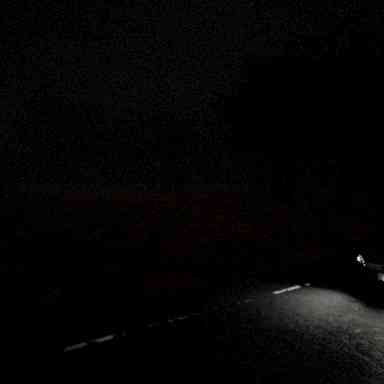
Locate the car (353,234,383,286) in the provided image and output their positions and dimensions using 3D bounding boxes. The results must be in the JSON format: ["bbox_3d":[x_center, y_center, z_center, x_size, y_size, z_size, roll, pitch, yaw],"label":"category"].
[{"bbox_3d":[5.887,1.500,8.224,4.674,1.442,1.812,0,0,-36],"label":"car"}]
